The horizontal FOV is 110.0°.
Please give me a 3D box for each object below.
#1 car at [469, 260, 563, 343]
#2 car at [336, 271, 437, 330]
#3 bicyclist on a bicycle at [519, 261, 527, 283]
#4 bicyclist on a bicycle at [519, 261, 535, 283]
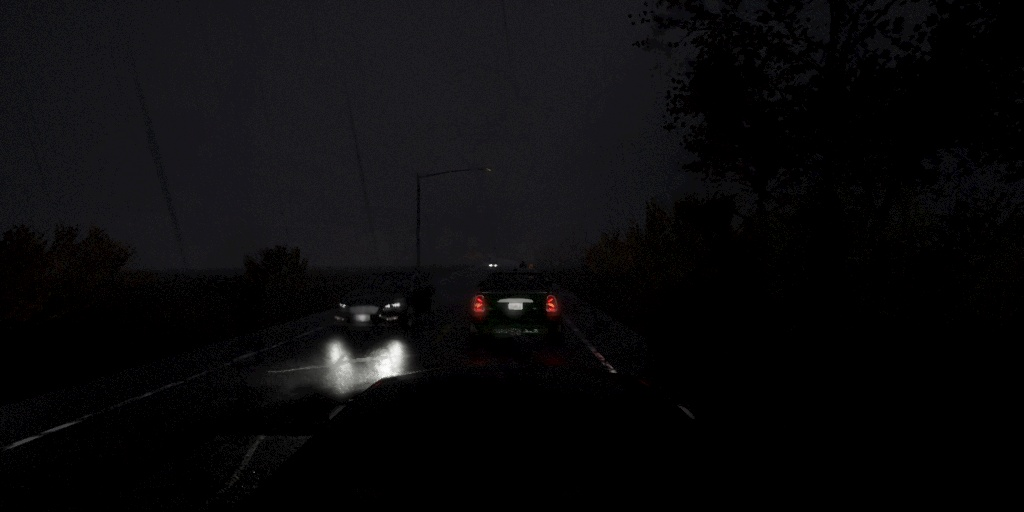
[{"bbox_3d":[0.073,1.099,9.829,2.097,1.767,4.553,0,0,0],"label":"car"},{"bbox_3d":[-3.632,1.238,11.153,2.128,1.511,4.902,0,0,0],"label":"car"},{"bbox_3d":[0.842,1.193,27.290,0.582,1.620,1.656,0,0,0],"label":"bicyclist on a bicycle"},{"bbox_3d":[0.904,1.181,17.173,0.866,1.612,1.509,0,0,0],"label":"bicyclist on a bicycle"}]
